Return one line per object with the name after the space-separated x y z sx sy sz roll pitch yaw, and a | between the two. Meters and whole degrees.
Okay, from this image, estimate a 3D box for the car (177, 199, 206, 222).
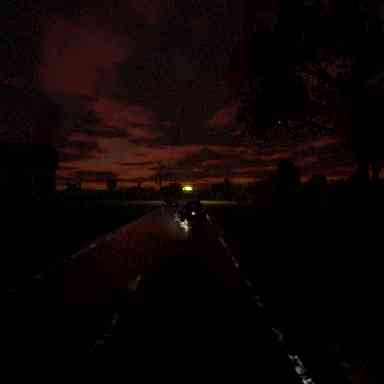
0.101 1.546 26.551 1.994 1.385 4.181 0 0 0 | car

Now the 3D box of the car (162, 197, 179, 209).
-2.831 1.469 44.532 1.837 1.490 4.892 0 0 0 | car
